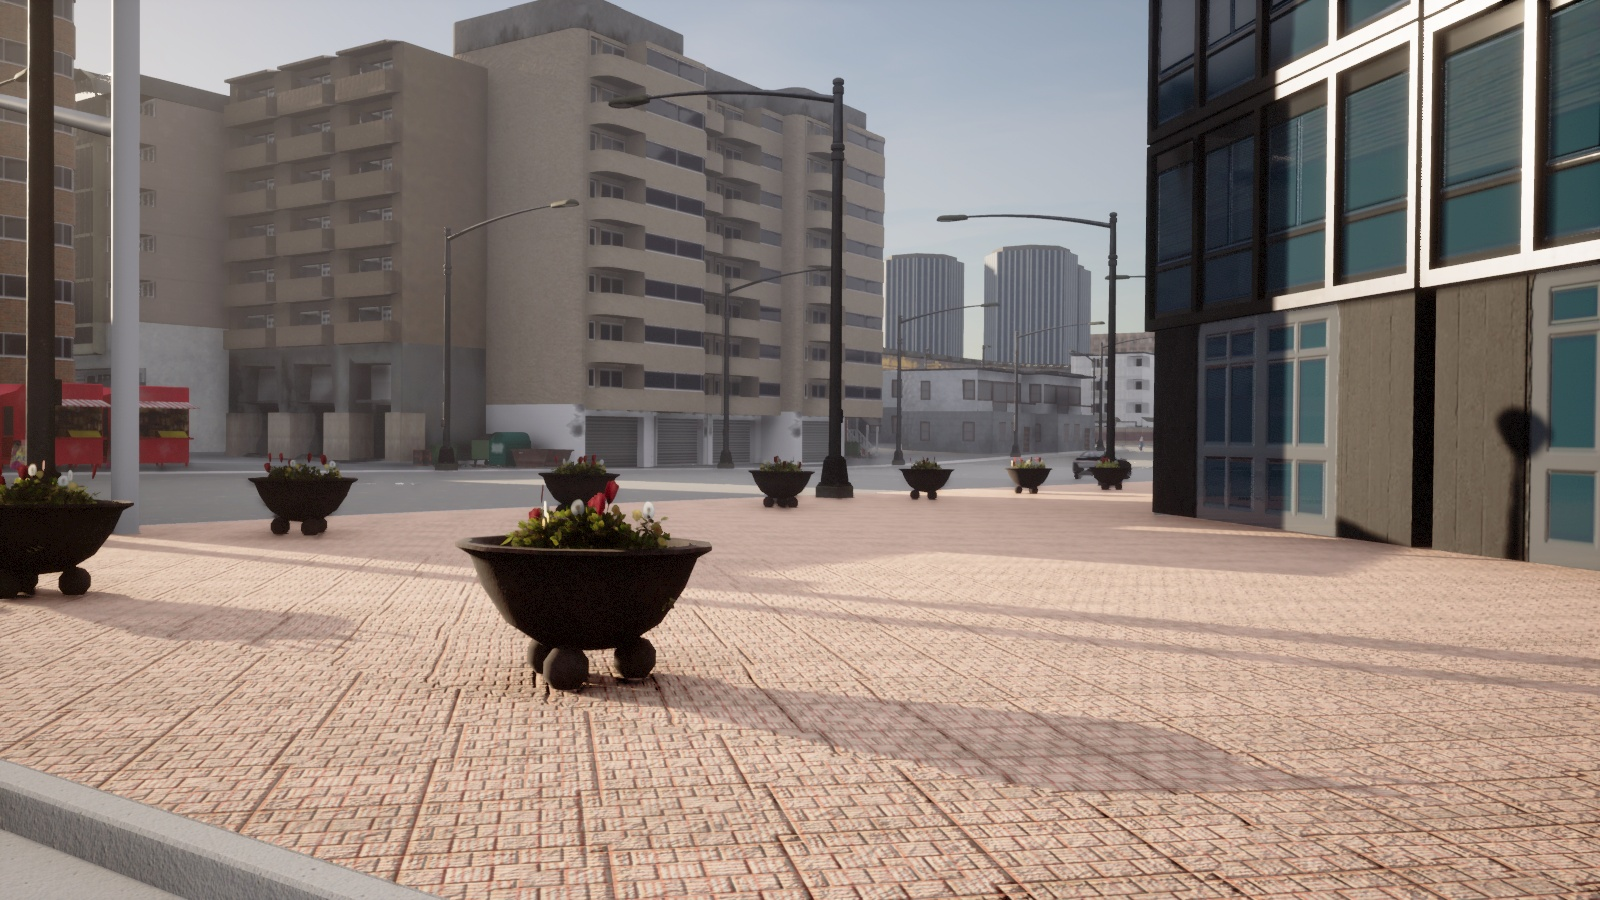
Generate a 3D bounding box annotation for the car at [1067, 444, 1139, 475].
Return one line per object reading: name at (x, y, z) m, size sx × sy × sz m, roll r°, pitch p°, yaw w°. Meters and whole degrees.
car at (15.708, 0.467, 64.936) m, size 2.128 × 1.511 × 4.902 m, roll 0°, pitch 0°, yaw 33°
